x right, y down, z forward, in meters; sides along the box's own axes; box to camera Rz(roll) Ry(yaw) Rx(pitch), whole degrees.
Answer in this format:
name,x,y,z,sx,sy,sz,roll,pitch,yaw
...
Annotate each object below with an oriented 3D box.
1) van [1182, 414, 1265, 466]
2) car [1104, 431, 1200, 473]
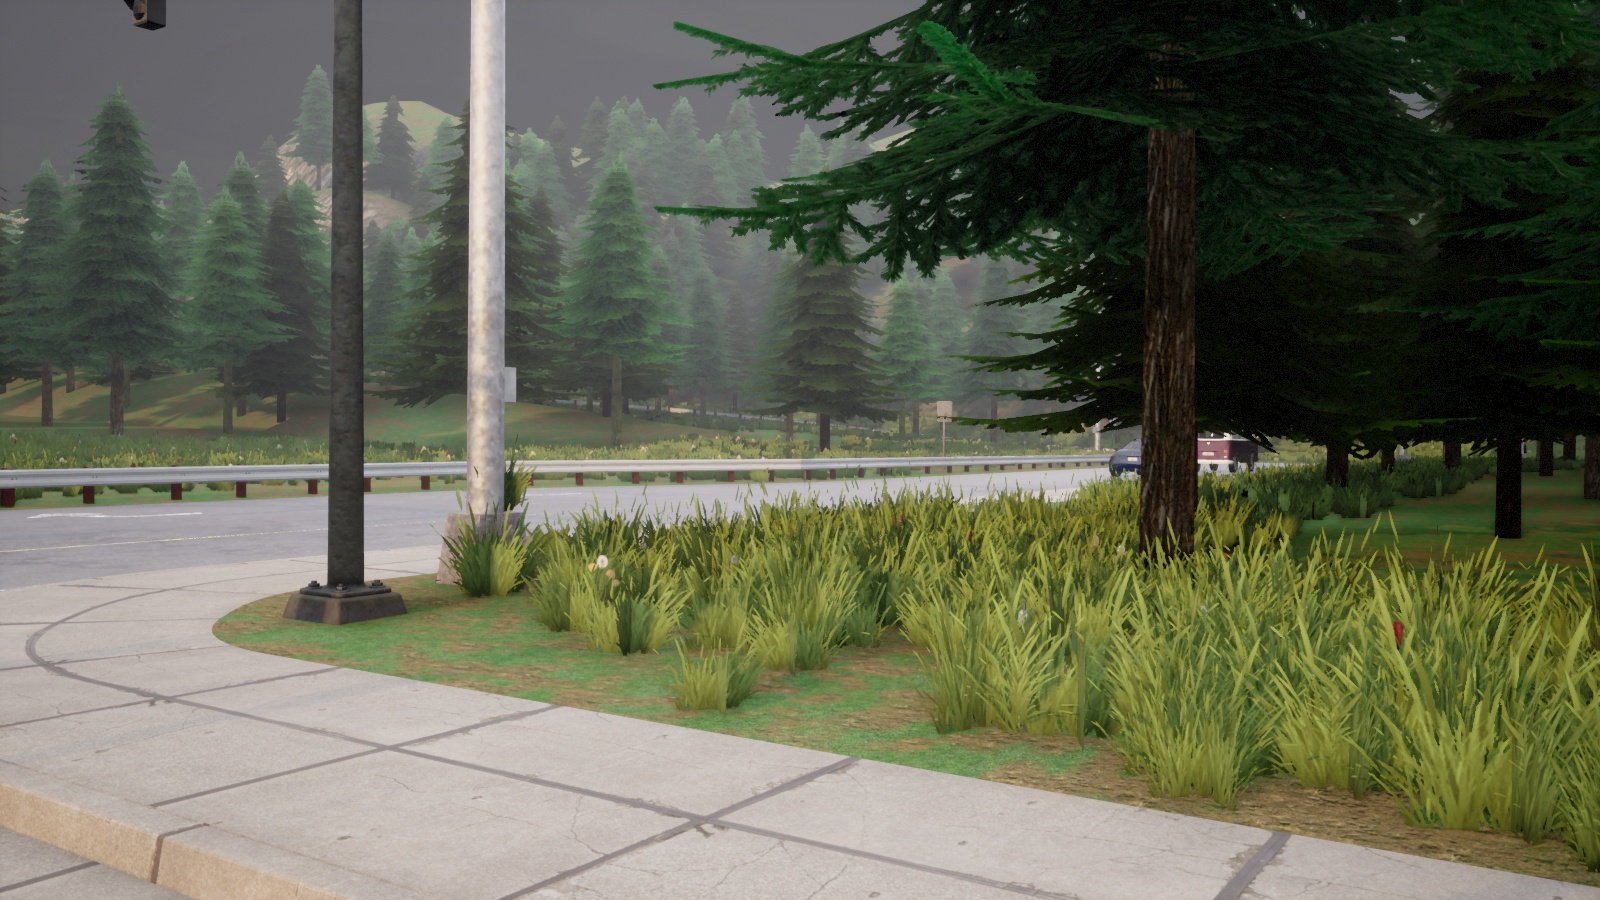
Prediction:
name,x,y,z,sx,sy,sz,roll,pitch,yaw
van,17.456,-0.436,51.694,2.069,2.038,4.480,0,1,35
car,12.544,0.046,44.617,1.994,1.385,4.181,0,1,35
